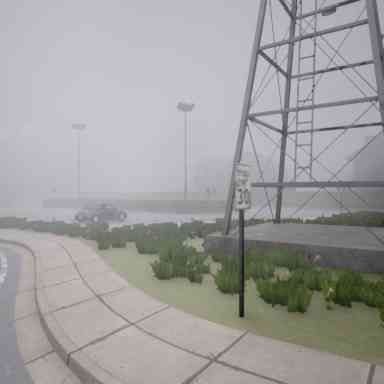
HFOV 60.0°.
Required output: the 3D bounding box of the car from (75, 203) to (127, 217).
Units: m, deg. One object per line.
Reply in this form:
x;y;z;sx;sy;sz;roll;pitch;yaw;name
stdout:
-6.759;1.520;25.007;1.784;1.438;3.905;0;0;34;car
